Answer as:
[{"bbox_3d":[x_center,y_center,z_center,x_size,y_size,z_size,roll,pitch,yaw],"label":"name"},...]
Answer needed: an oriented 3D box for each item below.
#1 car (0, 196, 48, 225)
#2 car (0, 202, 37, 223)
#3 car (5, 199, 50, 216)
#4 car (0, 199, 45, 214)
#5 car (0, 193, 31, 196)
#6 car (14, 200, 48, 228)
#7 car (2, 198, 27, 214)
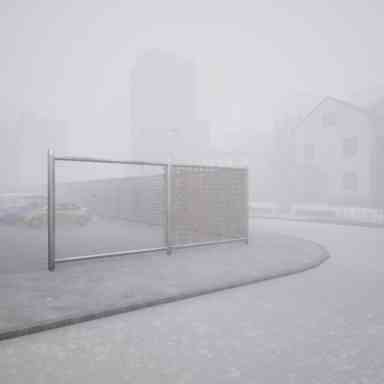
[{"bbox_3d":[-11.049,1.348,23.154,4.611,1.667,2.242,0,0,-36],"label":"car"},{"bbox_3d":[-12.784,1.451,24.533,2.207,1.379,1.481,0,0,-36],"label":"car"},{"bbox_3d":[-15.556,1.413,31.497,3.633,1.501,1.845,0,0,-36],"label":"car"},{"bbox_3d":[-18.610,1.474,35.066,5.357,1.415,2.033,0,0,-36],"label":"car"},{"bbox_3d":[-13.337,1.242,26.794,3.866,1.878,1.905,0,0,-36],"label":"car"},{"bbox_3d":[-8.606,1.416,21.002,4.193,1.474,1.816,0,0,-36],"label":"car"},{"bbox_3d":[-18.609,1.403,34.788,1.789,1.547,3.705,0,0,-36],"label":"car"}]
